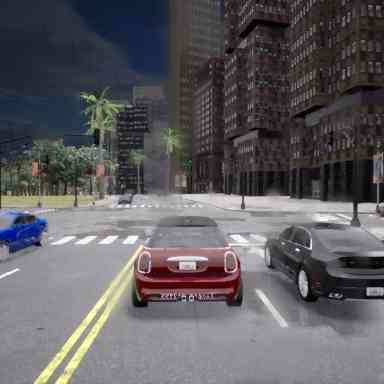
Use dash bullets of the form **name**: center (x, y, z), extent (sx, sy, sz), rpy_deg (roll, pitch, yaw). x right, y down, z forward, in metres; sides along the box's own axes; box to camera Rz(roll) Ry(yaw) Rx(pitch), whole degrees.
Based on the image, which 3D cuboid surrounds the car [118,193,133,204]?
- **car**: center (-10.631, 1.226, 53.038), extent (1.994, 1.385, 4.181), rpy_deg (0, 1, -9)

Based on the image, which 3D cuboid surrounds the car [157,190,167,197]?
- **car**: center (-8.473, 0.370, 93.628), extent (2.150, 2.045, 5.566), rpy_deg (0, 1, -14)

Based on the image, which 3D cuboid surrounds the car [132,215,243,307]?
- **car**: center (-0.127, 1.351, 8.129), extent (2.097, 1.767, 4.553), rpy_deg (0, 0, -1)

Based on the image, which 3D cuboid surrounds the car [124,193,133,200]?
- **car**: center (-14.019, 0.949, 73.653), extent (1.994, 1.385, 4.181), rpy_deg (0, 1, -11)

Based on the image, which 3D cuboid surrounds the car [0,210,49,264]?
- **car**: center (-6.903, 1.477, 12.047), extent (1.882, 1.535, 5.008), rpy_deg (0, 0, -2)

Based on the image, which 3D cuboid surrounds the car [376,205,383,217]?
- **car**: center (17.468, 1.292, 26.815), extent (4.553, 1.767, 2.097), rpy_deg (0, 0, 13)

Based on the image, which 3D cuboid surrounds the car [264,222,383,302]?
- **car**: center (3.162, 1.503, 8.280), extent (1.837, 1.490, 4.892), rpy_deg (0, 0, -1)

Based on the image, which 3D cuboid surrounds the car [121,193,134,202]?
- **car**: center (-12.071, 1.030, 62.619), extent (2.128, 1.511, 4.902), rpy_deg (0, 1, -9)
